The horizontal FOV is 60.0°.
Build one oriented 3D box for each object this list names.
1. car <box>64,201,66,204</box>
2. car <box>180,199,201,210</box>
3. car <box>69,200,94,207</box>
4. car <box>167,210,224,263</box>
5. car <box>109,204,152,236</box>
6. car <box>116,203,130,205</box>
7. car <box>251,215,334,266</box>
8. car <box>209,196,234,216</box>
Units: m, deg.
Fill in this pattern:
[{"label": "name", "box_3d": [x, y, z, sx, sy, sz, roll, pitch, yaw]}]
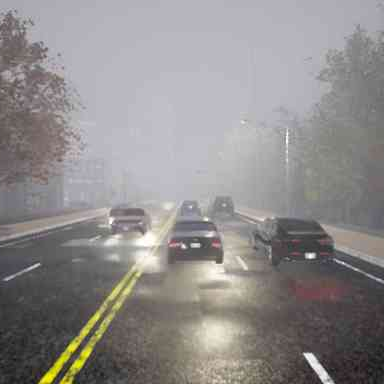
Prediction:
[{"label": "car", "box_3d": [-29.161, 2.208, 70.655, 4.403, 1.369, 2.008, -1, 1, -1]}, {"label": "car", "box_3d": [-0.174, 1.540, 34.279, 2.097, 1.767, 4.553, 0, 0, -1]}, {"label": "car", "box_3d": [-20.689, 2.163, 62.281, 4.313, 1.339, 1.947, -1, 1, -1]}, {"label": "car", "box_3d": [0.096, 1.614, 12.193, 2.033, 1.411, 5.357, 0, 0, 0]}, {"label": "car", "box_3d": [-3.400, 1.632, 19.396, 1.812, 1.442, 4.674, 0, 0, -1]}, {"label": "car", "box_3d": [-6.849, 1.747, 32.996, 1.994, 1.385, 4.181, 0, 0, -1]}, {"label": "car", "box_3d": [3.347, 1.570, 11.833, 1.837, 1.490, 4.892, 0, 0, 0]}, {"label": "car", "box_3d": [3.069, 1.411, 34.819, 2.150, 2.045, 5.566, 0, 0, -1]}]
